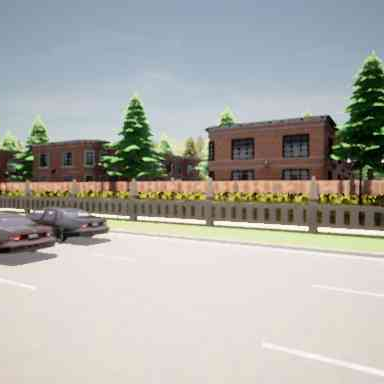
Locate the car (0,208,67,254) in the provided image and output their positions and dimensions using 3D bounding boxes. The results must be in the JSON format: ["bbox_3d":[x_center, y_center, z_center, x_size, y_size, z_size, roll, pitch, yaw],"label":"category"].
[{"bbox_3d":[-7.142,1.403,11.673,5.357,1.411,2.033,1,1,30],"label":"car"}]

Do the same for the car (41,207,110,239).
[{"bbox_3d":[-6.226,1.382,15.182,5.357,1.411,2.033,1,1,30],"label":"car"}]
